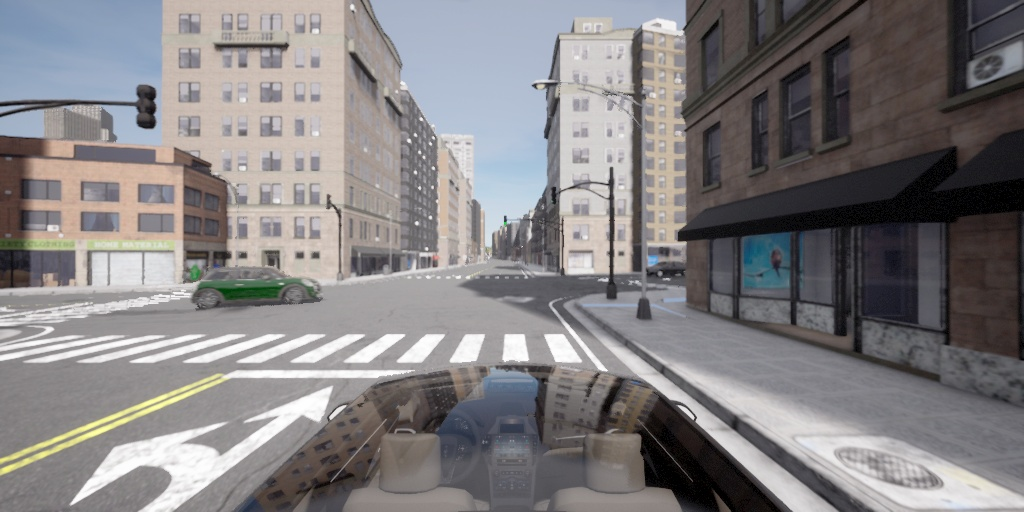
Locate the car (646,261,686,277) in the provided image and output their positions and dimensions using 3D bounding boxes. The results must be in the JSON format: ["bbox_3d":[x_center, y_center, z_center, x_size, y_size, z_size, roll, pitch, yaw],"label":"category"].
[{"bbox_3d":[15.023,1.250,34.863,4.892,1.490,1.837,-1,0,-17],"label":"car"}]

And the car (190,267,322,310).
[{"bbox_3d":[-10.963,1.250,15.767,4.553,1.767,2.097,-2,-1,-20],"label":"car"}]
